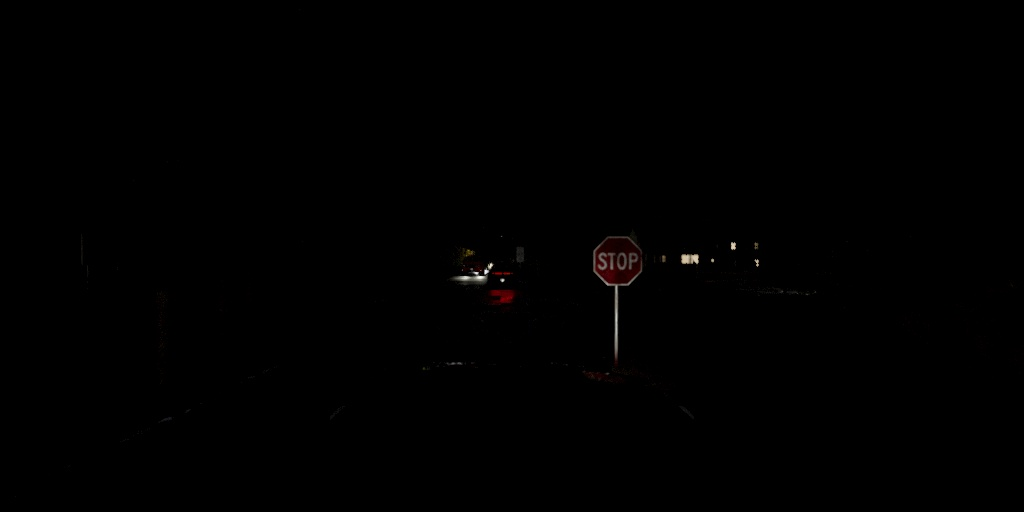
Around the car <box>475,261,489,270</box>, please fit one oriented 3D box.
[{"bbox_3d":[-4.715,1.408,56.428,1.895,1.301,4.718,0,0,-2],"label":"car"}]

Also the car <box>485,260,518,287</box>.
[{"bbox_3d":[-0.681,1.260,24.736,1.837,1.490,4.892,0,0,-2],"label":"car"}]

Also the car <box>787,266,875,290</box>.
[{"bbox_3d":[20.926,1.434,23.650,5.008,1.535,1.882,0,0,-3],"label":"car"}]

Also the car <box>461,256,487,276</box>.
[{"bbox_3d":[-4.115,0.992,38.531,2.150,2.045,5.566,0,0,-2],"label":"car"}]
